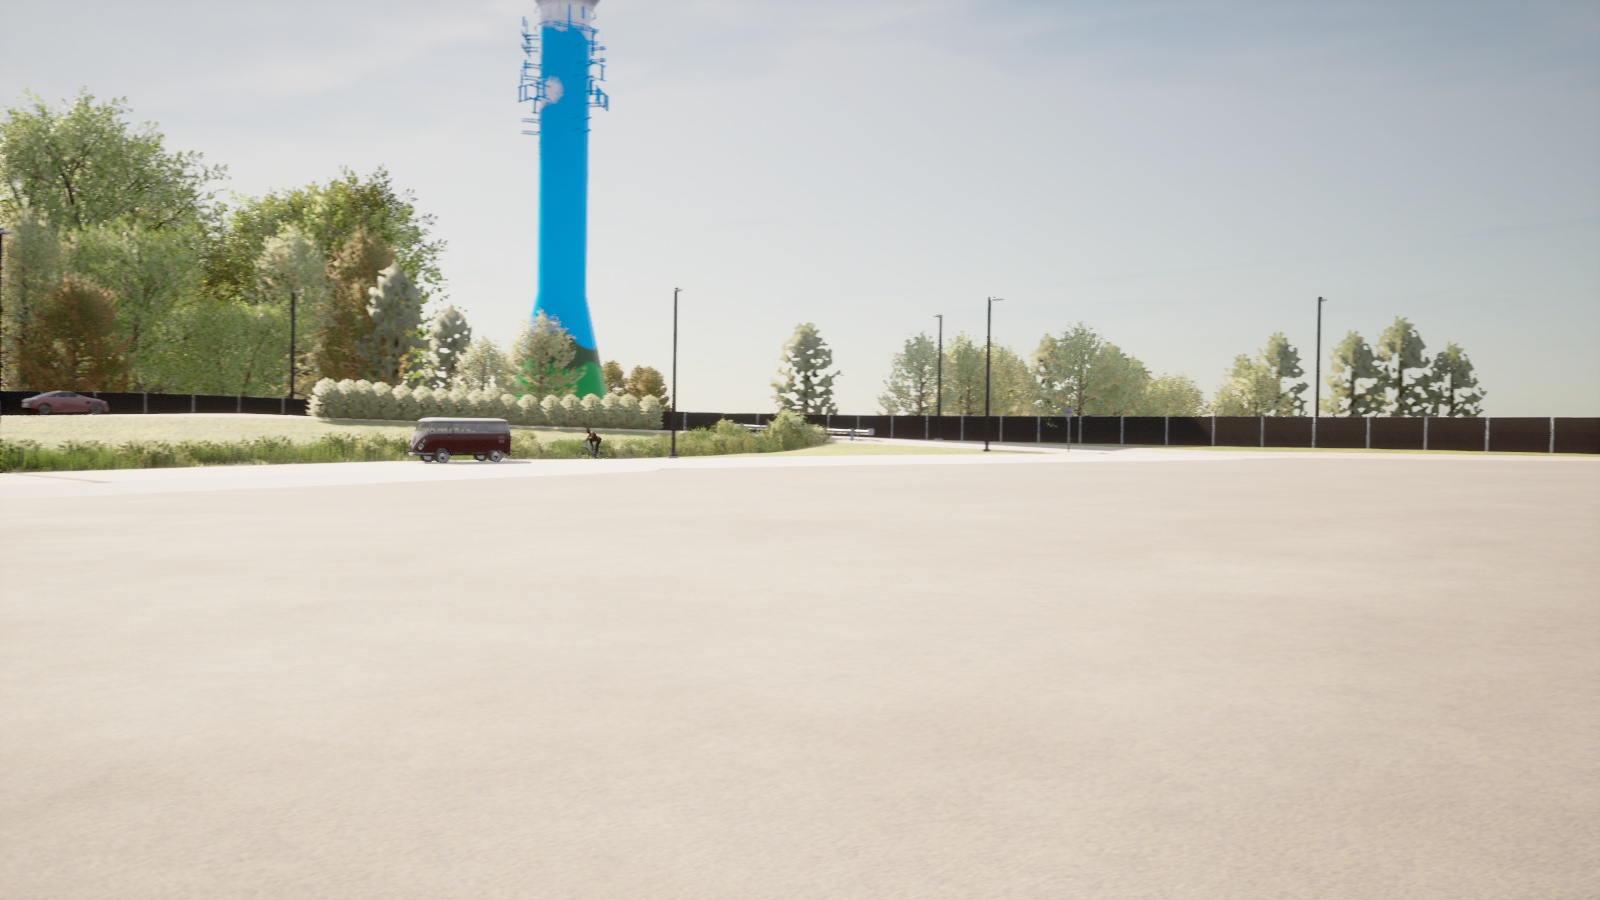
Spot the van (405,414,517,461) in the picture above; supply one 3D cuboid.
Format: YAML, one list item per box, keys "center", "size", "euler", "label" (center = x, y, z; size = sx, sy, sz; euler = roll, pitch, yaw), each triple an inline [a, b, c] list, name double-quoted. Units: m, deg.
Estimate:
- center: [-14.975, -0.548, 55.565]
  size: [4.442, 1.987, 1.775]
  euler: [-1, 2, -42]
  label: "van"

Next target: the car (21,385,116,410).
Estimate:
- center: [-41.478, -2.947, 71.271]
  size: [1.994, 1.385, 4.181]
  euler: [2, 3, 41]
  label: "car"
